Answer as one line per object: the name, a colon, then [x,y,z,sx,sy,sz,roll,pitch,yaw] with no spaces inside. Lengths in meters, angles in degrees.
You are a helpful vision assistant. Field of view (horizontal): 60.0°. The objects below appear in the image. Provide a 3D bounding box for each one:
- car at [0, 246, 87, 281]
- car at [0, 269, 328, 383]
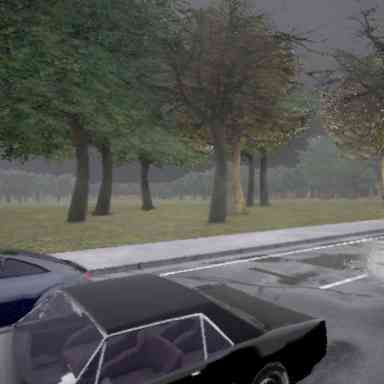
car: [-3.674,1.564,5.054,4.181,1.385,1.994,0,0,-35]
car: [-0.907,1.598,3.038,4.718,1.301,1.895,0,0,-35]
